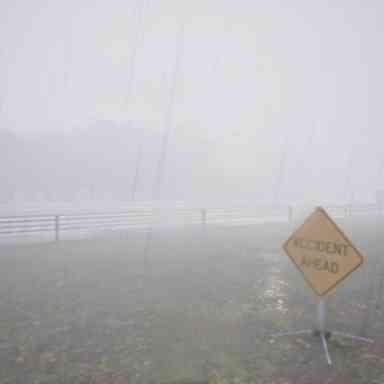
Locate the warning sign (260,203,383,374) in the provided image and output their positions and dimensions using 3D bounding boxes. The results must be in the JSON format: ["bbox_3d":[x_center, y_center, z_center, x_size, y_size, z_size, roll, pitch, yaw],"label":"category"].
[{"bbox_3d":[1.785,1.117,4.585,1.060,1.860,1.300,0,0,-36],"label":"warning sign"}]
